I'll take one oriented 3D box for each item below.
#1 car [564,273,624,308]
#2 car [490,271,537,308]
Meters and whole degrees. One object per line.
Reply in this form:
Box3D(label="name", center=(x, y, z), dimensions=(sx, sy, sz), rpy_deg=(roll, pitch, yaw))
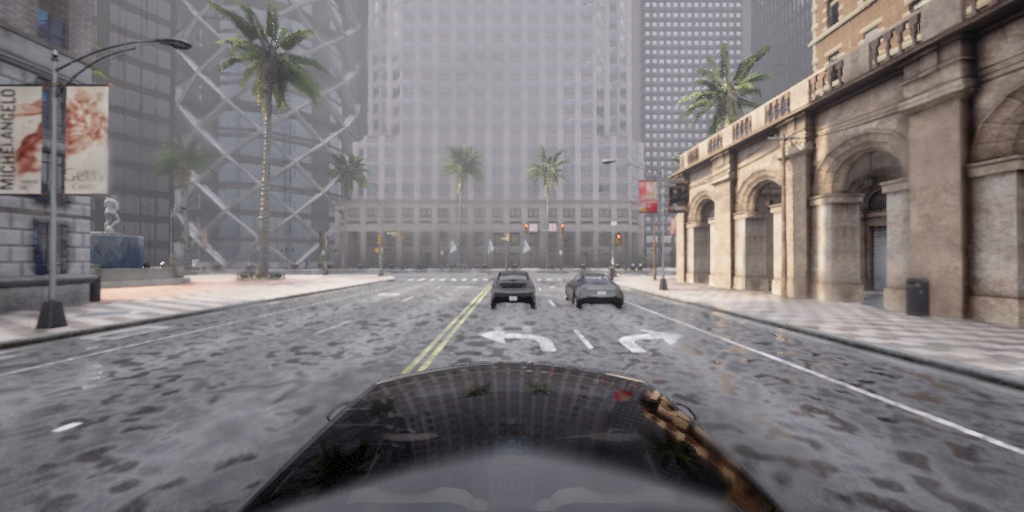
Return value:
Box3D(label="car", center=(3.557, 1.448, 16.130), dimensions=(1.994, 1.385, 4.181), rpy_deg=(0, 0, 0))
Box3D(label="car", center=(0.057, 1.390, 16.128), dimensions=(1.837, 1.490, 4.892), rpy_deg=(0, 0, 0))
